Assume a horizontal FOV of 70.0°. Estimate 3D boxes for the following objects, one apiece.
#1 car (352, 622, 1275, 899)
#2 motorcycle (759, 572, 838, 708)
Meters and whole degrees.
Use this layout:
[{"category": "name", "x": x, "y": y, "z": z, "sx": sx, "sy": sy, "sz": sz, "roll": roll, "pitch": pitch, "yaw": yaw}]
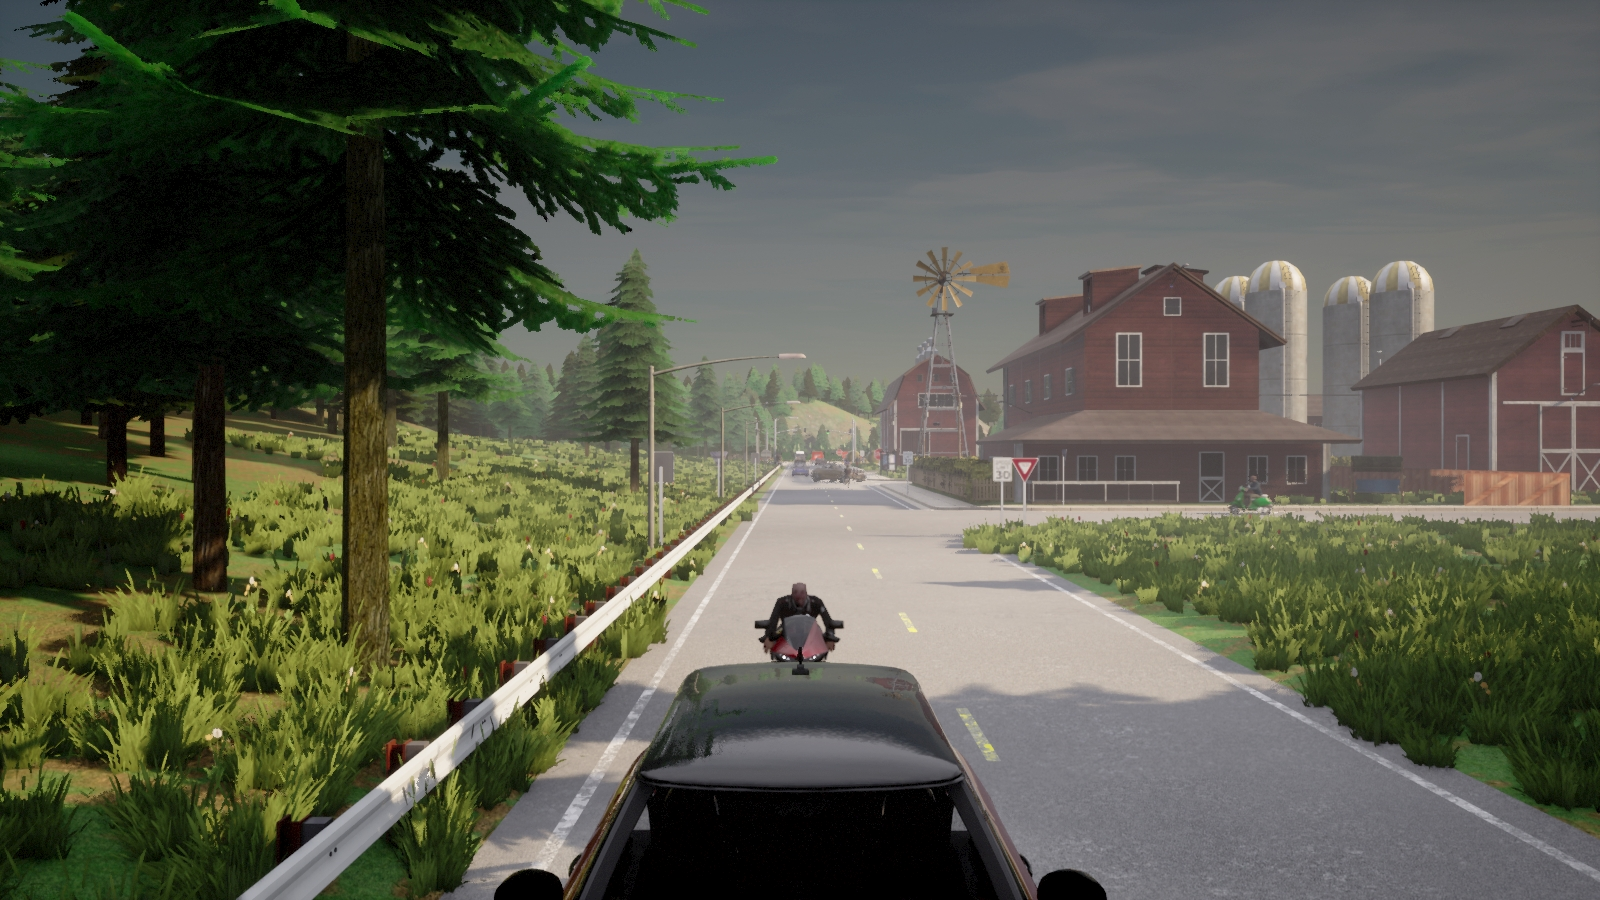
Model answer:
[{"category": "car", "x": 0.033, "y": 1.906, "z": 4.501, "sx": 2.097, "sy": 1.767, "sz": 4.553, "roll": 0, "pitch": 0, "yaw": 0}, {"category": "motorcycle", "x": -0.022, "y": 2.205, "z": 13.634, "sx": 0.867, "sy": 1.251, "sz": 2.209, "roll": 0, "pitch": 0, "yaw": 0}]
